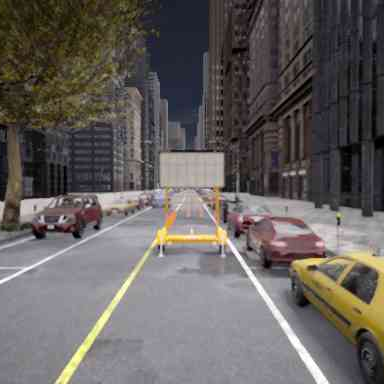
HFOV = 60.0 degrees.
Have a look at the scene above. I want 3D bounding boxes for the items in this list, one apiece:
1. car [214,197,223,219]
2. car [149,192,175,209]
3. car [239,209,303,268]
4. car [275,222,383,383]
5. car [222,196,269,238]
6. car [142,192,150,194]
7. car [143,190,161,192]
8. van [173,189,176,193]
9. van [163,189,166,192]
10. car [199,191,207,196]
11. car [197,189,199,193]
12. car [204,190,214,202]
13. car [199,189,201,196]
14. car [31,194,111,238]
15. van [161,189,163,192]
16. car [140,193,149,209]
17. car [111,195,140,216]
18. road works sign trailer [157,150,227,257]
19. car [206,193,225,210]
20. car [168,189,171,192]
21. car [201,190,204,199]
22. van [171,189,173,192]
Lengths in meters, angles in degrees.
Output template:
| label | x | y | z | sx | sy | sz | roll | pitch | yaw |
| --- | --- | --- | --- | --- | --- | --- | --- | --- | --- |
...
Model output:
| label | x | y | z | sx | sy | sz | roll | pitch | yaw |
| --- | --- | --- | --- | --- | --- | --- | --- | --- | --- |
| car | 2.763 | 1.233 | 21.746 | 1.947 | 1.339 | 4.313 | 0 | 1 | 0 |
| car | -3.093 | 0.996 | 34.823 | 1.812 | 1.442 | 4.674 | 0 | 1 | 0 |
| car | 2.762 | 1.420 | 10.392 | 1.802 | 1.307 | 4.206 | 0 | 1 | 0 |
| car | 2.762 | 1.448 | 4.885 | 1.752 | 1.417 | 4.829 | 0 | 1 | 0 |
| car | 2.762 | 1.192 | 16.067 | 1.967 | 1.590 | 4.097 | 0 | 1 | 0 |
| car | -5.761 | 0.993 | 38.769 | 1.802 | 1.307 | 4.206 | 0 | 1 | 0 |
| car | -5.761 | 0.642 | 44.442 | 2.192 | 1.841 | 5.009 | 0 | 1 | 0 |
| van | -5.758 | 0.084 | 84.180 | 1.690 | 1.788 | 3.998 | 0 | 1 | 0 |
| van | -5.760 | 0.499 | 55.796 | 1.690 | 1.788 | 3.998 | 0 | 1 | 0 |
| car | 2.767 | 0.325 | 84.193 | 1.802 | 1.307 | 4.206 | 0 | 1 | 0 |
| car | 2.767 | 0.265 | 78.514 | 1.967 | 1.590 | 4.097 | 0 | 1 | 0 |
| car | 2.764 | 0.851 | 38.775 | 1.967 | 1.590 | 4.097 | 0 | 1 | 0 |
| car | 2.766 | 0.619 | 61.485 | 1.887 | 1.381 | 4.507 | 0 | 1 | 0 |
| car | -5.763 | 1.067 | 16.057 | 2.192 | 1.841 | 5.009 | 0 | 1 | 0 |
| van | -5.760 | 0.583 | 50.119 | 1.690 | 1.788 | 3.998 | 0 | 1 | 0 |
| car | -5.761 | 1.078 | 33.093 | 1.802 | 1.307 | 4.206 | 0 | 1 | 0 |
| car | -5.762 | 1.109 | 27.245 | 1.752 | 1.417 | 4.829 | 0 | 1 | 0 |
| road works sign trailer | 0.001 | 0.277 | 12.109 | 2.380 | 3.560 | 2.880 | 0 | 1 | 0 |
| car | 2.764 | 1.047 | 33.100 | 2.008 | 1.369 | 4.403 | 0 | 1 | 0 |
| car | -5.759 | 0.573 | 67.153 | 1.802 | 1.307 | 4.206 | 0 | 1 | 0 |
| car | 2.765 | 0.793 | 50.131 | 2.008 | 1.369 | 4.403 | 0 | 1 | 0 |
| van | -5.759 | 0.249 | 72.827 | 1.690 | 1.788 | 3.998 | 0 | 1 | 0 |
